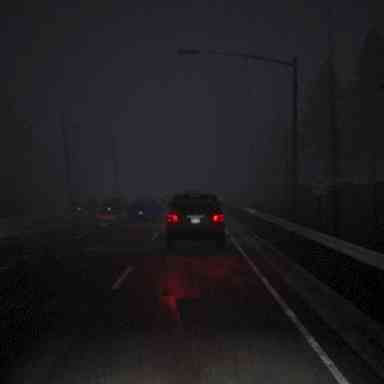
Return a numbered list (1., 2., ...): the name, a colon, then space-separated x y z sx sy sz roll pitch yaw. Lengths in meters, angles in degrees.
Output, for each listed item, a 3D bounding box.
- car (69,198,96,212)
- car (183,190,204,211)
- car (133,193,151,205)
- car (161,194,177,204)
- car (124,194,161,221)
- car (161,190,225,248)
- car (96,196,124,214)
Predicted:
1. car: -10.345 1.205 32.745 1.895 1.301 4.718 0 1 0
2. car: 0.160 0.795 36.039 2.150 2.045 5.566 0 1 0
3. car: -6.860 0.970 46.378 1.812 1.442 4.674 0 1 1
4. car: -3.319 0.990 48.167 1.994 1.385 4.181 0 1 0
5. car: -3.360 1.186 24.249 1.882 1.535 5.008 0 1 0
6. car: 0.123 1.052 13.969 2.150 2.045 5.566 0 0 0
7. car: -6.939 1.138 30.347 1.837 1.490 4.892 0 0 1
